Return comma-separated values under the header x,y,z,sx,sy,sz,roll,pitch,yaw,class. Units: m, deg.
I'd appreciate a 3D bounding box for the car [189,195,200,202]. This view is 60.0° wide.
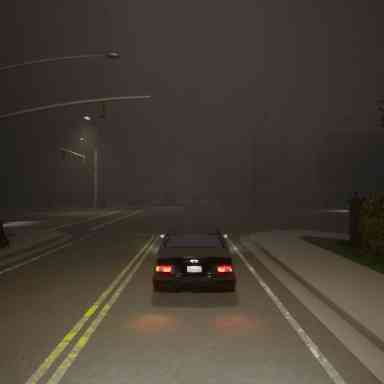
x,y,z,sx,sy,sz,roll,pitch,yaw,class
0.536,1.523,79.016,2.033,1.411,5.357,0,0,12,car

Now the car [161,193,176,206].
x,y,z,sx,sy,sz,roll,pitch,yaw,class
-3.733,1.219,54.018,2.150,2.045,5.566,0,0,0,car

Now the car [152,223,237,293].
x,y,z,sx,sy,sz,roll,pitch,yaw,class
0.051,1.547,8.985,2.033,1.411,5.357,0,0,0,car
